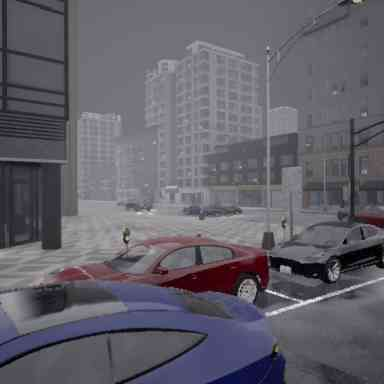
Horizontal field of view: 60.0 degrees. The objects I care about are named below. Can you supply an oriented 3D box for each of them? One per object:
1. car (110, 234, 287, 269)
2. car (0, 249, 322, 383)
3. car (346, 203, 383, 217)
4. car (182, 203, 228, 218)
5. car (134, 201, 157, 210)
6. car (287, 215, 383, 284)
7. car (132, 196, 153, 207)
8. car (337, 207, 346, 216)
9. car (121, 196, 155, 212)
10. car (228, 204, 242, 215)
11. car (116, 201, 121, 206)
[{"bbox_3d":[-0.475,1.545,6.314,4.507,1.381,1.887,0,0,-35],"label":"car"},{"bbox_3d":[-1.265,1.526,2.442,4.674,1.442,1.812,0,0,-35],"label":"car"},{"bbox_3d":[12.182,1.483,20.034,2.097,1.767,4.553,-1,-1,-35],"label":"car"},{"bbox_3d":[1.018,1.934,35.823,2.033,1.411,5.357,0,-1,-35],"label":"car"},{"bbox_3d":[-7.594,2.168,53.718,1.994,1.385,4.181,0,-1,-35],"label":"car"},{"bbox_3d":[4.121,1.564,9.591,4.313,1.339,1.947,0,0,-35],"label":"car"},{"bbox_3d":[-10.295,1.930,69.013,2.150,2.045,5.566,0,0,-35],"label":"car"},{"bbox_3d":[13.124,1.658,24.333,1.837,1.490,4.892,0,-1,-35],"label":"car"},{"bbox_3d":[-7.917,1.791,48.526,2.150,2.045,5.566,0,0,-33],"label":"car"},{"bbox_3d":[3.365,1.924,38.129,2.033,1.411,5.357,0,-1,-35],"label":"car"},{"bbox_3d":[-13.832,2.287,68.392,2.033,1.411,5.357,0,0,-35],"label":"car"}]
